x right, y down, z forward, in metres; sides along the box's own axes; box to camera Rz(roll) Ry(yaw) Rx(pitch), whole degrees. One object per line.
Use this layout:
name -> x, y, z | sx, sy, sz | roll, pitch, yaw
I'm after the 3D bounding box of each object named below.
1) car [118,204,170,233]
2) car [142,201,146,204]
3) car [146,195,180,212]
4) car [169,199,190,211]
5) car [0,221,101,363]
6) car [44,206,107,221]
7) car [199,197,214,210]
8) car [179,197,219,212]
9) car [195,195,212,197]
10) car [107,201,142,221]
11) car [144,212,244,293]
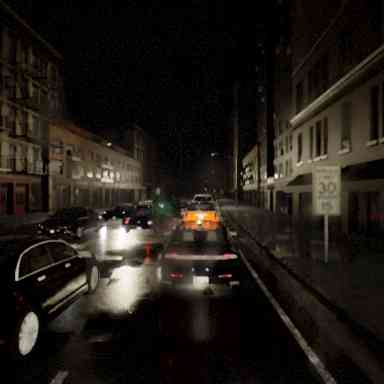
car -> -2.698, 1.635, 19.740 | 1.895, 1.301, 4.718 | 0, 0, 2
car -> -5.130, 1.654, 37.525 | 1.895, 1.301, 4.718 | 0, 0, 4
car -> -2.293, 1.266, 29.997 | 2.150, 2.045, 5.566 | 0, 0, 4
car -> -1.482, 1.604, 42.355 | 2.033, 1.411, 5.357 | 0, 0, 4
car -> -3.076, 1.516, 5.877 | 1.837, 1.490, 4.892 | 0, -1, 1
car -> -6.225, 1.537, 17.446 | 1.837, 1.490, 4.892 | 0, 0, 2
car -> 2.058, 1.537, 46.233 | 1.882, 1.535, 5.008 | 0, 0, 4
car -> 0.594, 1.386, 20.288 | 2.097, 1.767, 4.553 | 0, 0, 2
car -> 1.182, 1.267, 32.791 | 2.150, 2.045, 5.566 | 0, 0, 4
car -> -5.749, 1.644, 27.337 | 1.895, 1.301, 4.718 | 0, 0, 4
car -> 0.224, 1.509, 8.886 | 2.128, 1.511, 4.902 | 0, 0, 1
